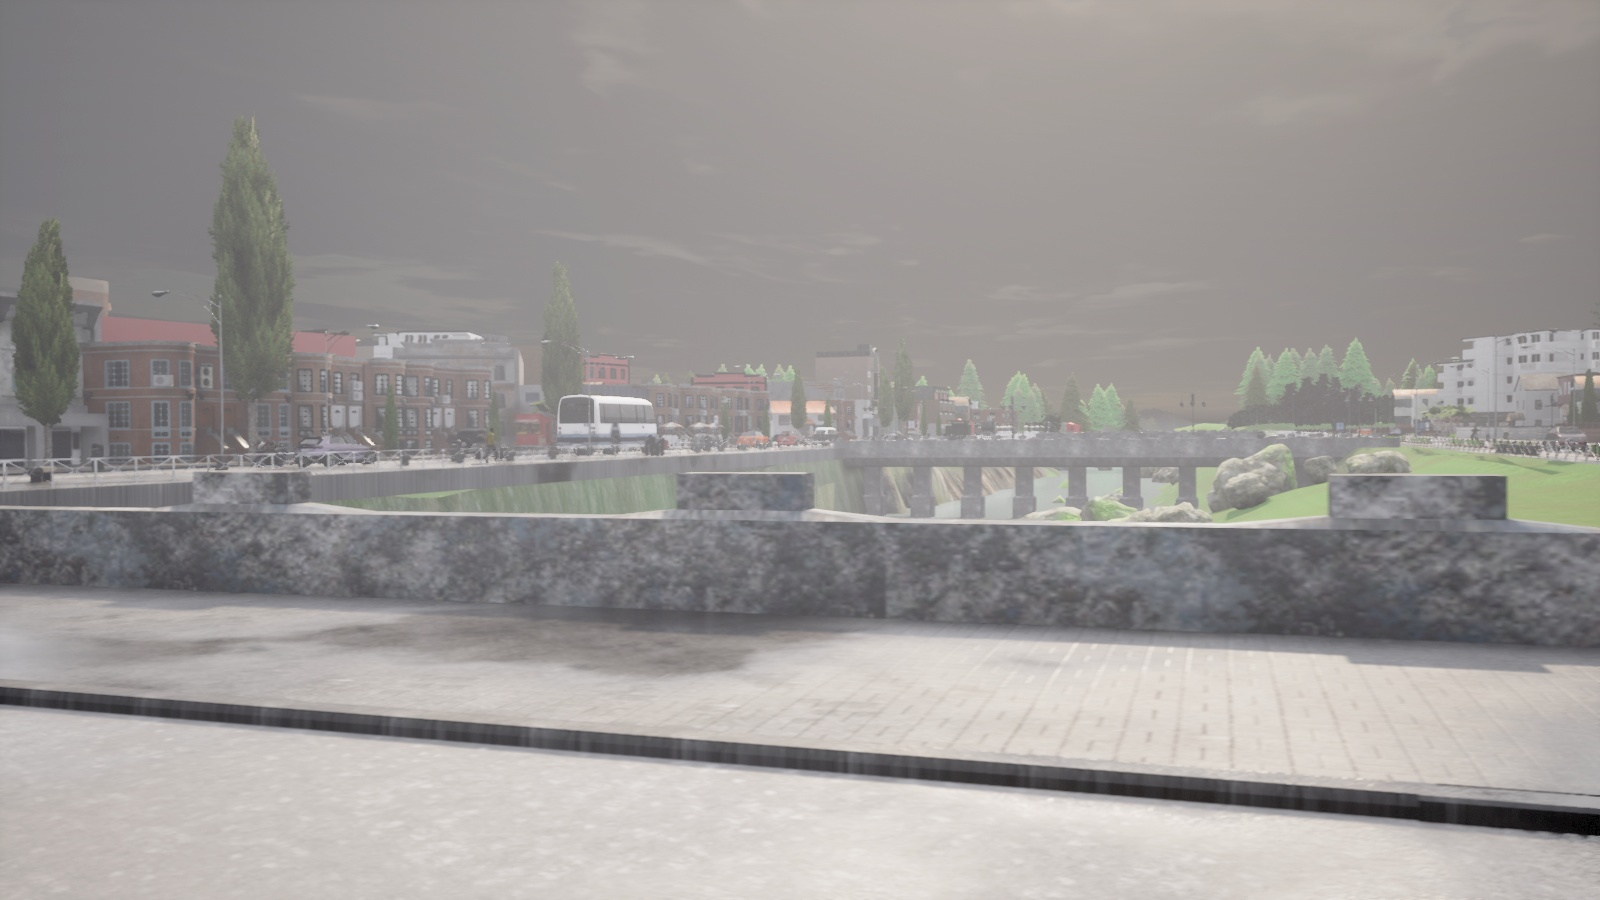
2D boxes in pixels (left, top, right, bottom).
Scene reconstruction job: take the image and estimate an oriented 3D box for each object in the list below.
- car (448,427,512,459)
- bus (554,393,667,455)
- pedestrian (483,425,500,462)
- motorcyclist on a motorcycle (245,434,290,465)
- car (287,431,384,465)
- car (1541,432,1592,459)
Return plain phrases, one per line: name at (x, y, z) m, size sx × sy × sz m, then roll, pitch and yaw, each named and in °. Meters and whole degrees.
car at (-19.273, -0.446, 75.793) m, size 1.905 × 1.878 × 3.866 m, roll 0°, pitch 1°, yaw 19°
bus at (-13.736, -1.861, 92.259) m, size 3.944 × 4.253 × 10.273 m, roll 0°, pitch 1°, yaw 19°
pedestrian at (-15.356, -0.344, 62.494) m, size 0.431 × 1.840 × 0.709 m, roll 0°, pitch 1°, yaw 34°
motorcyclist on a motorcycle at (-27.302, -0.035, 64.456) m, size 0.866 × 1.530 × 2.191 m, roll 0°, pitch 1°, yaw 19°
car at (-23.407, -0.130, 63.491) m, size 2.033 × 1.649 × 4.856 m, roll 0°, pitch 1°, yaw 19°
car at (45.243, -0.307, 74.181) m, size 1.789 × 1.549 × 3.705 m, roll 0°, pitch 1°, yaw 19°
